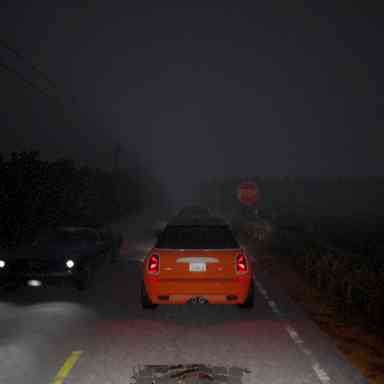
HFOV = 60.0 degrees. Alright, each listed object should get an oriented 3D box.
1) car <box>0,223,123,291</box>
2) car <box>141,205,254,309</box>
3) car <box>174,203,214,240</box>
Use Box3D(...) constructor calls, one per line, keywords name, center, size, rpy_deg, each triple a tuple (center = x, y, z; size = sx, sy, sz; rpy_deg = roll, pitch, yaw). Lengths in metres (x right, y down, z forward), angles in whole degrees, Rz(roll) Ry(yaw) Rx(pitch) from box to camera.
Box3D(name="car", center=(-3.279, 1.594, 9.146), size=(1.895, 1.301, 4.718), rpy_deg=(0, 0, 0))
Box3D(name="car", center=(0.101, 1.346, 8.011), size=(2.097, 1.767, 4.553), rpy_deg=(0, 0, 0))
Box3D(name="car", center=(0.093, 1.464, 18.009), size=(1.882, 1.535, 5.008), rpy_deg=(0, 0, 0))
